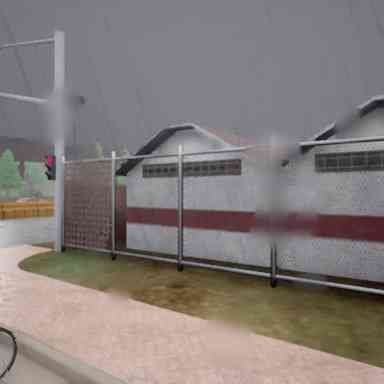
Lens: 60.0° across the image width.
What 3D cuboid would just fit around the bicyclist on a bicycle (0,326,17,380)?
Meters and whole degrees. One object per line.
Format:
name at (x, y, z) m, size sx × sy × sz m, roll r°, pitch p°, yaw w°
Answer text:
bicyclist on a bicycle at (-2.515, 1.414, 3.338) m, size 0.582 × 1.620 × 1.656 m, roll 0°, pitch 0°, yaw 28°

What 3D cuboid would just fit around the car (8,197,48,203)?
car at (-20.281, 1.446, 40.890) m, size 1.882 × 1.535 × 5.008 m, roll 0°, pitch 0°, yaw 34°
